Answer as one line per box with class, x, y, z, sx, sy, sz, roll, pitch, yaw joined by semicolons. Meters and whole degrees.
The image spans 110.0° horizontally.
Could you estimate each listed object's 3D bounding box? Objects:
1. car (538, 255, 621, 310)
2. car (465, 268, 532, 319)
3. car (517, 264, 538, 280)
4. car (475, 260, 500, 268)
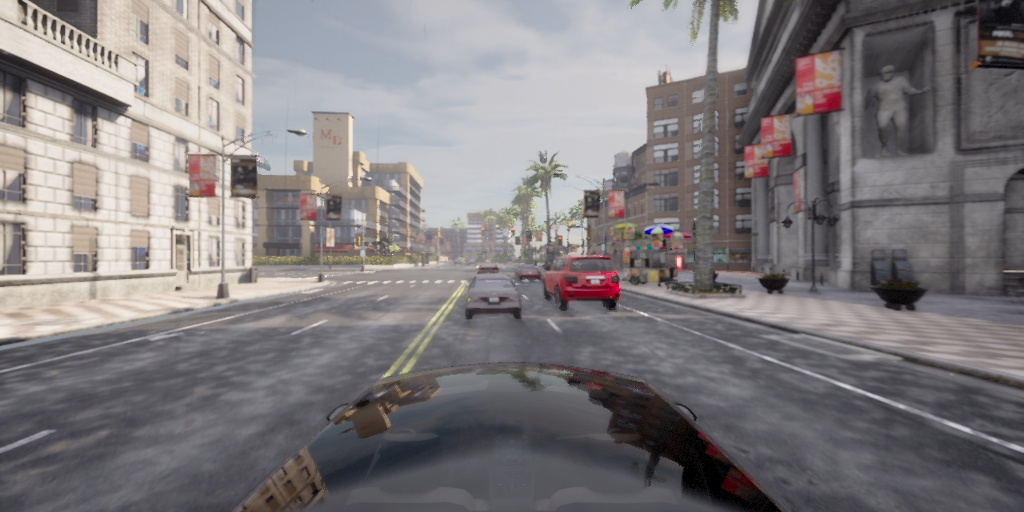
car;2.687;0.997;14.998;2.150;2.045;5.566;0;0;-4
car;-0.689;1.330;13.013;2.033;1.411;5.357;0;0;-4
car;1.399;1.392;32.487;1.994;1.385;4.181;0;0;-4
car;-2.148;1.318;33.010;1.882;1.535;5.008;0;0;-4
